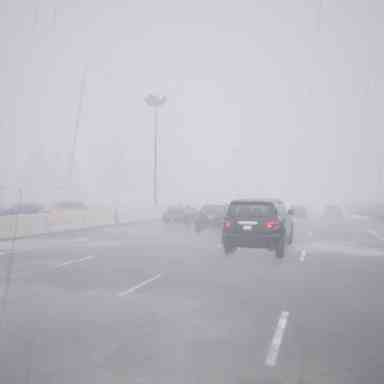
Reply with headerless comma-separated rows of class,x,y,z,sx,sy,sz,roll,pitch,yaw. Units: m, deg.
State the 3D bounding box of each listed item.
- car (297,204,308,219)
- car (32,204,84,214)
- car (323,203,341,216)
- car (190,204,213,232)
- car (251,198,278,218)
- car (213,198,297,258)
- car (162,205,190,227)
car,10.595,1.957,33.446,2.033,1.411,5.357,0,-1,21
car,-10.662,1.562,27.665,2.097,1.767,4.553,0,-1,21
car,17.276,2.060,40.936,1.882,1.535,5.008,0,-1,21
car,1.848,1.511,20.678,2.097,1.767,4.553,0,-1,22
car,8.076,1.678,36.620,2.150,2.045,5.566,0,-1,21
car,2.823,1.300,13.535,2.150,2.045,5.566,0,-1,21
car,-0.462,1.693,24.374,2.128,1.511,4.902,0,-1,21
